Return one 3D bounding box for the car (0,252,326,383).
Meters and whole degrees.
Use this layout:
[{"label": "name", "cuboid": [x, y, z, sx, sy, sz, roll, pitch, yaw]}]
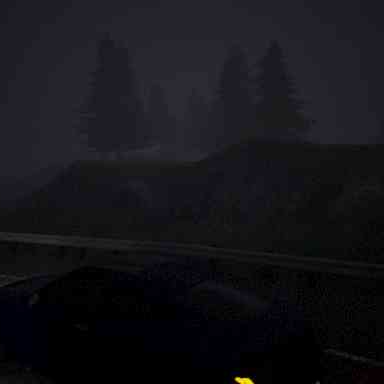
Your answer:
[{"label": "car", "cuboid": [-0.838, 1.522, 4.177, 4.674, 1.442, 1.812, 0, 0, 34]}]
